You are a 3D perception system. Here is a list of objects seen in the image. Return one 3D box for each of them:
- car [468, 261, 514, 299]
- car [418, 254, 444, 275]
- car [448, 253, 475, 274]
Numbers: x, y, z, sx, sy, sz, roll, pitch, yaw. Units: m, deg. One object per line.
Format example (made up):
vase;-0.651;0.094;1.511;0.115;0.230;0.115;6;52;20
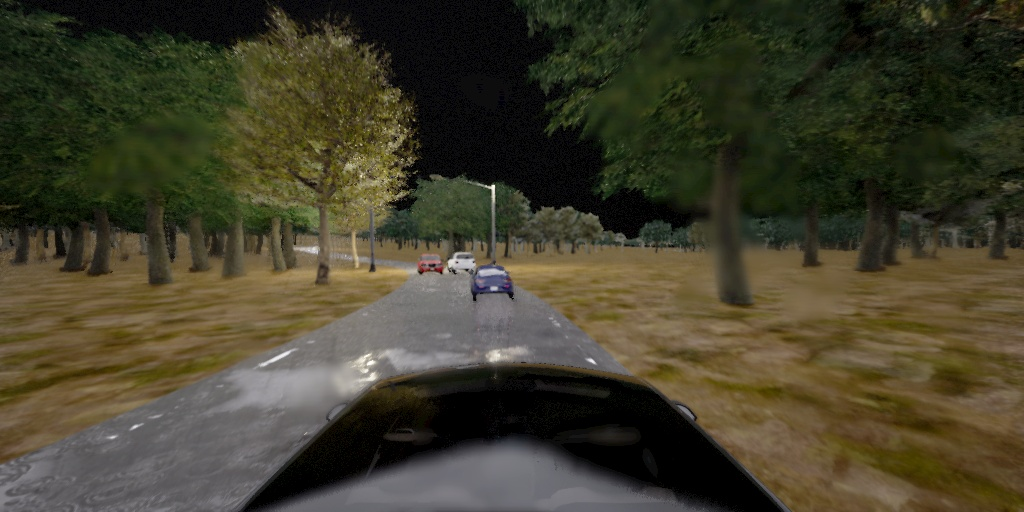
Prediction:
car;-1.018;1.144;16.952;1.812;1.442;4.674;-1;1;-7
car;-8.050;0.804;35.230;2.150;2.045;5.566;-1;1;-17
car;-5.043;0.686;35.610;2.150;2.045;5.566;-1;1;-17
